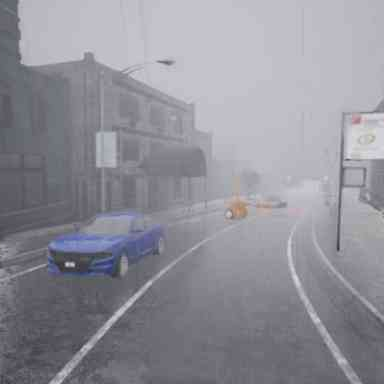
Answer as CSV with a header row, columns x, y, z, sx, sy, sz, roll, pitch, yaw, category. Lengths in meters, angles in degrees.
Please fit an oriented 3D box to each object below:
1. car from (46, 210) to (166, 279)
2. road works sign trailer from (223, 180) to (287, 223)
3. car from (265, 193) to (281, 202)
x,y,z,sx,sy,sz,roll,pitch,yaw,category
-2.241,1.367,10.032,1.882,1.535,5.008,1,1,13,car
4.190,0.675,21.760,3.560,2.880,2.380,2,1,32,road works sign trailer
12.273,0.859,50.122,1.994,1.385,4.181,2,2,22,car
